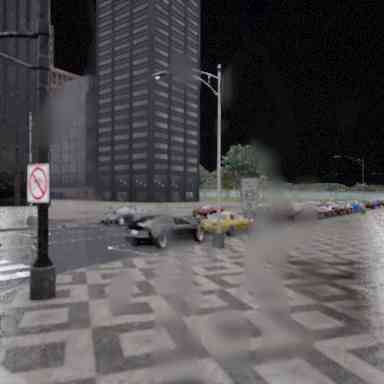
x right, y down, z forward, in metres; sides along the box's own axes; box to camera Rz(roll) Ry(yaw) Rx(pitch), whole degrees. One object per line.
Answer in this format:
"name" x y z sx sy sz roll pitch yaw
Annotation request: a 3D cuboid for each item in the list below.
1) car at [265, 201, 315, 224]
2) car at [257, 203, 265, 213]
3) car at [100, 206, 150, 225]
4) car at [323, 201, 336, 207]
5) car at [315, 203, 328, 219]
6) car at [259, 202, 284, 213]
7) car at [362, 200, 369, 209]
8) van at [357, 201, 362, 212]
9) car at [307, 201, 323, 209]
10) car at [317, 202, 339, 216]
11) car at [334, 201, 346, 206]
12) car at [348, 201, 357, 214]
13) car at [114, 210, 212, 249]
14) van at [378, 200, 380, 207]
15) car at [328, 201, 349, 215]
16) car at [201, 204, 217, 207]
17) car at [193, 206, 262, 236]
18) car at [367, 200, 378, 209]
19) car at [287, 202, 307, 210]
"car" 8.659 1.737 29.089 2.192 1.841 5.009 -1 -1 35
"car" 8.258 2.108 43.228 2.008 1.369 4.403 -1 -1 35
"car" -4.824 1.741 24.833 2.008 1.369 4.403 -1 -1 35
"car" 31.157 2.788 75.419 1.802 1.307 4.206 -1 -1 35
"car" 11.930 2.059 33.683 1.887 1.381 4.507 -1 -1 35
"car" 11.529 2.204 47.827 2.008 1.369 4.403 -1 -1 35
"car" 28.287 2.537 56.678 2.008 1.369 4.403 -1 -1 35
"van" 25.015 2.234 52.082 1.690 1.788 3.998 -1 -1 35
"car" 24.614 2.570 66.222 1.887 1.381 4.507 -1 -1 35
"car" 15.205 2.191 38.286 1.802 1.307 4.206 -1 -1 36
"car" 37.700 2.934 84.617 2.008 1.369 4.403 -1 -1 35
"car" 21.744 2.239 47.482 1.967 1.590 4.097 -1 -1 35
"car" -1.154 1.721 15.287 1.947 1.339 4.313 -1 -1 35
"van" 38.102 2.599 70.480 1.690 1.788 3.998 -1 -1 35
"car" 18.472 2.249 42.880 1.887 1.381 4.507 -1 -1 35
"car" 1.717 1.915 34.031 1.887 1.381 4.507 -1 -1 35
"car" 2.215 1.770 20.024 1.752 1.417 4.829 -1 -1 35
"car" 34.830 2.483 65.881 2.192 1.841 5.009 -1 -1 35
"car" 18.072 2.392 57.025 2.008 1.369 4.403 -1 -1 35
